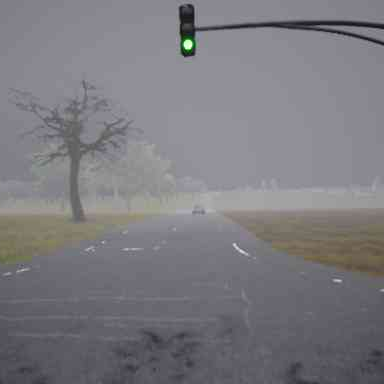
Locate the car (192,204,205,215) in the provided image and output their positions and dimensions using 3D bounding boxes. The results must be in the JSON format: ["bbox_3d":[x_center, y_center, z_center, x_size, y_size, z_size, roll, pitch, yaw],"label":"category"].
[{"bbox_3d":[1.001,2.710,50.475,1.994,1.385,4.181,-2,-2,1],"label":"car"}]

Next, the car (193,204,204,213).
[{"bbox_3d":[1.231,2.992,60.508,1.837,1.490,4.892,-2,-2,1],"label":"car"}]
